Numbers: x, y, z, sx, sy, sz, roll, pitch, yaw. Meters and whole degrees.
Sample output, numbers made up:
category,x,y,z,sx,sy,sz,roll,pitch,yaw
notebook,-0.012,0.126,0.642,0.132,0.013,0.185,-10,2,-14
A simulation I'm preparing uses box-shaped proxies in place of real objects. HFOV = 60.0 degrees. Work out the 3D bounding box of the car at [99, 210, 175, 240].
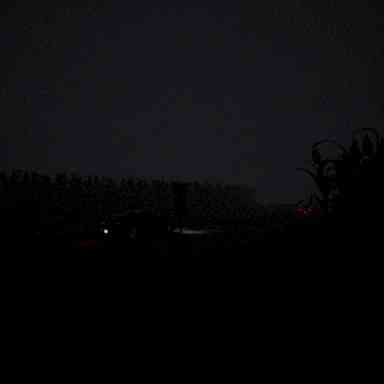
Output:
category,x,y,z,sx,sy,sz,roll,pitch,yaw
car,-2.951,1.800,18.937,1.837,1.490,4.892,-1,-1,37

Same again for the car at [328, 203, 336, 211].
category,x,y,z,sx,sy,sz,roll,pitch,yaw
car,21.515,2.389,51.875,1.812,1.442,4.674,-1,-1,37

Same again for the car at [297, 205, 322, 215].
category,x,y,z,sx,sy,sz,roll,pitch,yaw
car,15.518,2.329,43.714,1.895,1.301,4.718,-1,-1,37
